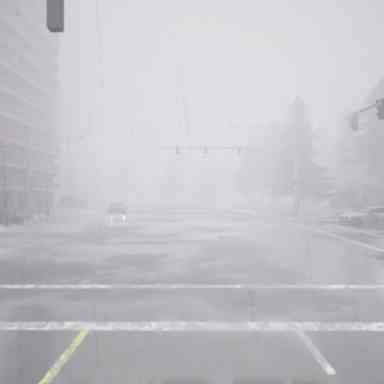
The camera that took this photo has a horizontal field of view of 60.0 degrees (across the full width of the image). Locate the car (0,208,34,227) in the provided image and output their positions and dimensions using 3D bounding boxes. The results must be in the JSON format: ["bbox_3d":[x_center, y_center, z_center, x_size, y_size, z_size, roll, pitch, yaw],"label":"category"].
[{"bbox_3d":[-13.906,1.778,23.421,4.718,1.301,1.895,-1,0,0],"label":"car"}]

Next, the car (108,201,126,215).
[{"bbox_3d":[-8.363,1.756,37.054,2.033,1.411,5.357,0,0,-14],"label":"car"}]

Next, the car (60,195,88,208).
[{"bbox_3d":[-19.635,1.531,55.142,5.566,2.045,2.150,0,-1,39],"label":"car"}]

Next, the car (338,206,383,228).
[{"bbox_3d":[12.665,1.726,23.221,4.674,1.442,1.812,0,0,0],"label":"car"}]
